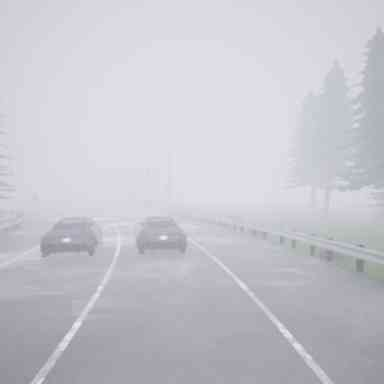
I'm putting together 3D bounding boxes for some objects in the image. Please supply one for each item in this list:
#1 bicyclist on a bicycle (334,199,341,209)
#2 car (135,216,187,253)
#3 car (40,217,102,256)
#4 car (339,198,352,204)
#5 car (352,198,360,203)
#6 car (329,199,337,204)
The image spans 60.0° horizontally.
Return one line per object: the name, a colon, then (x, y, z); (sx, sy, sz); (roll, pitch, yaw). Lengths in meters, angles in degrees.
bicyclist on a bicycle: (25.726, 2.098, 58.771); (0.582, 1.620, 1.656); (0, 3, -28)
car: (-1.461, 1.726, 14.587); (1.994, 1.385, 4.181); (0, -1, -11)
car: (-4.901, 1.724, 13.958); (1.994, 1.385, 4.181); (0, -1, -11)
car: (39.379, 2.320, 83.903); (1.882, 1.535, 5.008); (-1, -1, 44)
car: (41.661, 2.326, 81.243); (2.128, 1.511, 4.902); (-1, -1, 44)
car: (36.673, 2.398, 86.152); (2.033, 1.411, 5.357); (-1, -1, 44)
